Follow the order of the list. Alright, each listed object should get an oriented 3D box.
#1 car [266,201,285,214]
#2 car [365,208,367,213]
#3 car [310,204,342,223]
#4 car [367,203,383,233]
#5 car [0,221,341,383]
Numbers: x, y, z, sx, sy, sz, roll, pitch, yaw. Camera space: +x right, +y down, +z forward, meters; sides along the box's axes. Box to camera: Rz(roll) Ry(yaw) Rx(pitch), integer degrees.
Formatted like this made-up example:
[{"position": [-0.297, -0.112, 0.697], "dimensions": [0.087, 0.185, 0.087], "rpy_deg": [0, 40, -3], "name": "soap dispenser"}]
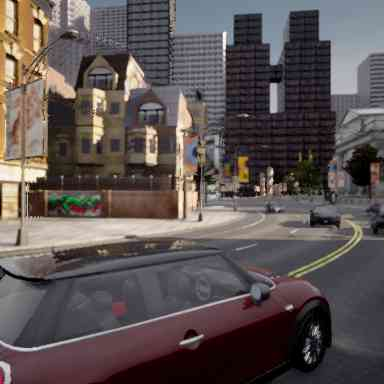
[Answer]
[{"position": [9.757, 1.780, 38.971], "dimensions": [2.128, 1.511, 4.902], "rpy_deg": [0, -1, 8], "name": "car"}, {"position": [19.806, 1.827, 34.545], "dimensions": [2.033, 1.411, 5.357], "rpy_deg": [0, 0, 9], "name": "car"}, {"position": [9.550, 1.661, 23.792], "dimensions": [1.882, 1.535, 5.008], "rpy_deg": [0, 0, 21], "name": "car"}, {"position": [12.056, 1.671, 20.390], "dimensions": [1.837, 1.490, 4.892], "rpy_deg": [0, 0, 26], "name": "car"}, {"position": [-0.224, 1.381, 4.054], "dimensions": [4.553, 1.767, 2.097], "rpy_deg": [0, 0, -40], "name": "car"}]
